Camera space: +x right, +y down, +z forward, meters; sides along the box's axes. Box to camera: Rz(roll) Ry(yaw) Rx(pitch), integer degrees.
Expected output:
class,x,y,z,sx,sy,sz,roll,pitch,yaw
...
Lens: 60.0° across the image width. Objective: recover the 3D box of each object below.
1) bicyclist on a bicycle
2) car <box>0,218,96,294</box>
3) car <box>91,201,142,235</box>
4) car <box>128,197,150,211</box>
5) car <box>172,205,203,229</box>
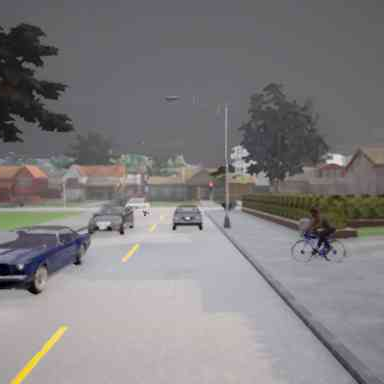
class,x,y,z,sx,sy,sz,roll,pitch,yaw
bicyclist on a bicycle,3.774,1.320,9.899,1.656,1.620,0.582,0,0,-1
car,-4.251,1.608,8.891,1.895,1.301,4.718,0,0,-1
car,-4.429,1.487,18.875,2.128,1.511,4.902,0,0,-1
car,-4.528,1.163,27.739,1.812,1.442,4.674,0,0,-1
car,-0.295,1.522,21.201,2.033,1.411,5.357,0,0,-1
